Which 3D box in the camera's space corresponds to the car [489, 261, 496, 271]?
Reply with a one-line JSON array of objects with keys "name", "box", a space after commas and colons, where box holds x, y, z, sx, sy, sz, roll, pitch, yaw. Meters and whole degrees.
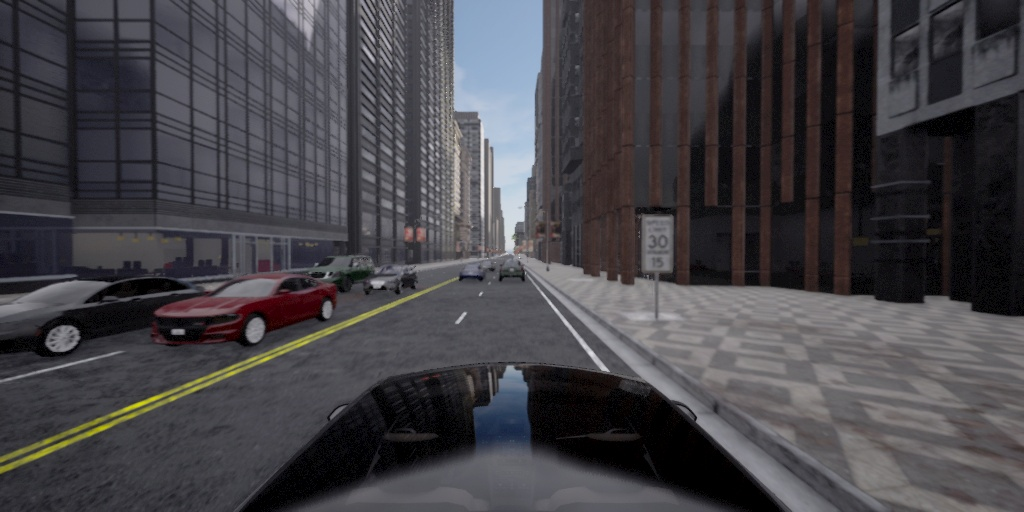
[{"name": "car", "box": [-3.194, 1.290, 47.327, 1.994, 1.385, 4.181, 0, 0, 0]}]

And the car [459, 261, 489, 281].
[{"name": "car", "box": [-3.234, 1.300, 30.043, 1.994, 1.385, 4.181, 0, 0, 0]}]

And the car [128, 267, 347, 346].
[{"name": "car", "box": [-6.591, 1.223, 9.579, 1.882, 1.535, 5.008, 0, 0, 0]}]

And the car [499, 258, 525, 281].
[{"name": "car", "box": [0.010, 1.087, 29.990, 2.097, 1.767, 4.553, 0, 0, 0]}]

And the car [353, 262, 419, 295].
[{"name": "car", "box": [-6.580, 1.232, 19.936, 2.128, 1.511, 4.902, 0, 0, 0]}]

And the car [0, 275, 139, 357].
[{"name": "car", "box": [-9.843, 1.251, 8.626, 1.837, 1.490, 4.892, 0, 0, 0]}]

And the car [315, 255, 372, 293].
[{"name": "car", "box": [-9.844, 0.963, 20.911, 2.150, 2.045, 5.566, 0, 0, 0]}]
